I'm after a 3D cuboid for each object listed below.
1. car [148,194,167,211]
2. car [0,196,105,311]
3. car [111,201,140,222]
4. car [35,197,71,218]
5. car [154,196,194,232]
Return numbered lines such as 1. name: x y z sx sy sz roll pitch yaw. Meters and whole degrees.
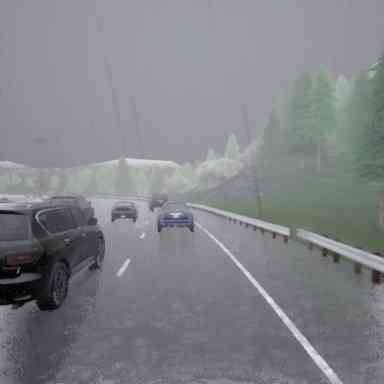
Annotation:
1. car: -4.152 1.231 41.049 2.150 2.045 5.566 0 0 -11
2. car: -3.648 1.229 7.854 2.150 2.045 5.566 0 0 -2
3. car: -5.280 1.516 26.405 1.837 1.490 4.892 0 0 -7
4. car: -13.155 1.378 31.751 2.097 1.767 4.553 0 0 -9
5. car: -1.082 1.355 20.505 2.097 1.767 4.553 0 0 -5
